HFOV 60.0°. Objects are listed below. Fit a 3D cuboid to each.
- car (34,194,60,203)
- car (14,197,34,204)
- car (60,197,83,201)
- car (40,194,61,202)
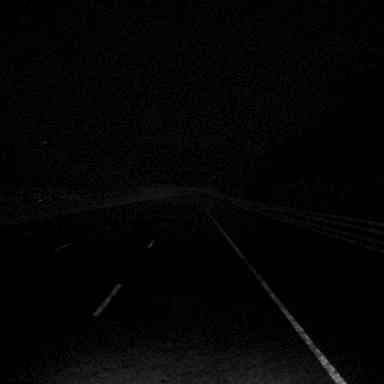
[{"bbox_3d":[-21.051,1.325,49.611,2.097,1.767,4.553,0,0,0],"label":"car"},{"bbox_3d":[-24.544,1.464,49.573,2.128,1.511,4.902,0,0,0],"label":"car"},{"bbox_3d":[-17.551,1.450,49.877,1.882,1.535,5.008,0,0,1],"label":"car"},{"bbox_3d":[-27.359,1.183,64.432,2.128,1.511,4.902,0,0,-3],"label":"car"}]
